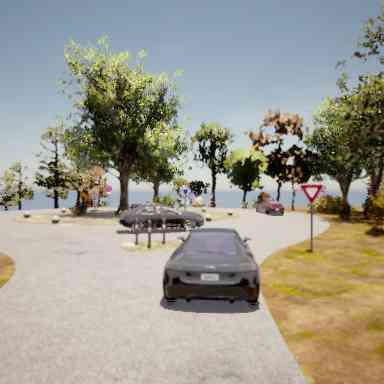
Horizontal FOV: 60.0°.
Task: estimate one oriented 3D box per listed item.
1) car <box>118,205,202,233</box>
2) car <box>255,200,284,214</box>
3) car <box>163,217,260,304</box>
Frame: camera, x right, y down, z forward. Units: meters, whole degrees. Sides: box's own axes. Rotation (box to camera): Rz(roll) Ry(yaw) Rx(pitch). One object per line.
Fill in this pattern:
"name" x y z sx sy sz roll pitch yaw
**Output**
"car" -1.755 1.493 19.140 4.902 1.511 2.128 0 0 -12
"car" 8.071 1.529 34.679 1.812 1.442 4.674 1 0 -6
"car" 0.534 1.565 8.245 1.994 1.385 4.181 0 0 6
